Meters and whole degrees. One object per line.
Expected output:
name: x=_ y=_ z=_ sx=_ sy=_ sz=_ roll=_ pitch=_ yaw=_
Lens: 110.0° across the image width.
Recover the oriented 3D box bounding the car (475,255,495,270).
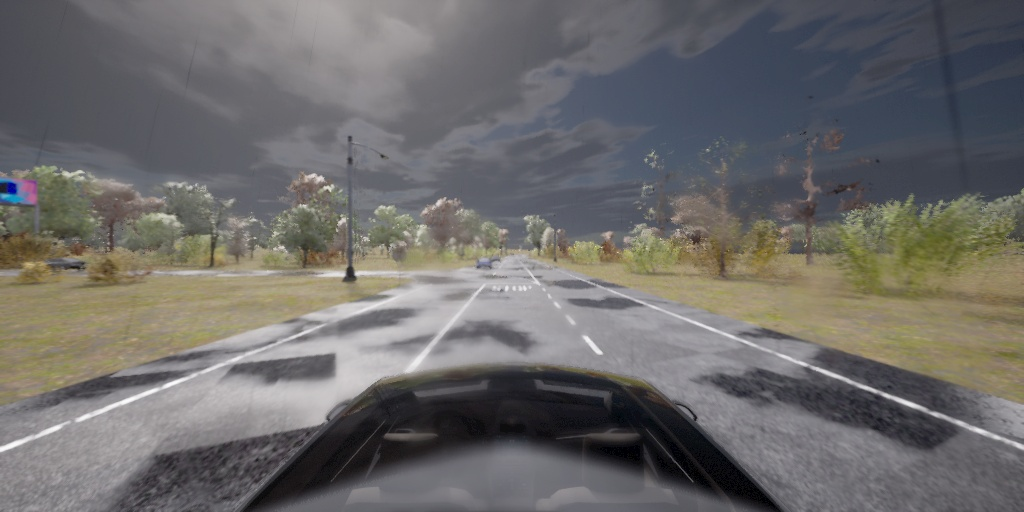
car: x=-3.406 y=0.925 z=44.581 sx=1.812 sy=1.442 sz=4.674 roll=0 pitch=1 yaw=0

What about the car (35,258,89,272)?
car: x=-48.574 y=0.958 z=38.542 sx=4.892 sy=1.490 sz=1.837 roll=0 pitch=0 yaw=2
